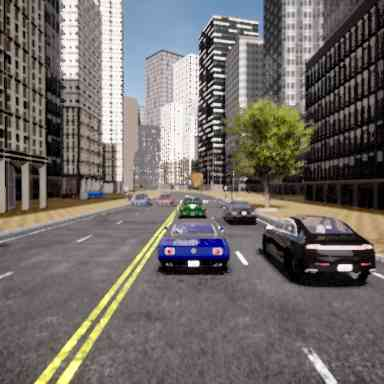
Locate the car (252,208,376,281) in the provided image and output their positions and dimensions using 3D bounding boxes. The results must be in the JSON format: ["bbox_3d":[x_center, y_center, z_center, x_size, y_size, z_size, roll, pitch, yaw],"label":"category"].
[{"bbox_3d":[3.302,1.407,9.570,2.128,1.511,4.902,0,0,0],"label":"car"}]

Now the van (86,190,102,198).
[{"bbox_3d":[-22.674,0.465,76.499,3.998,1.788,1.690,0,1,1],"label":"van"}]

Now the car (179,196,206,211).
[{"bbox_3d":[0.061,1.113,26.770,2.097,1.767,4.553,0,0,0],"label":"car"}]

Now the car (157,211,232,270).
[{"bbox_3d":[0.060,1.509,10.644,1.895,1.301,4.718,0,1,0],"label":"car"}]

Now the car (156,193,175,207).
[{"bbox_3d":[-3.354,0.960,42.668,2.097,1.767,4.553,0,1,0],"label":"car"}]

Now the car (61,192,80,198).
[{"bbox_3d":[-28.213,0.642,76.546,4.507,1.381,1.887,0,1,1],"label":"car"}]

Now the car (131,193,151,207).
[{"bbox_3d":[-6.601,0.950,43.645,2.097,1.767,4.553,0,1,0],"label":"car"}]

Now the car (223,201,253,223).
[{"bbox_3d":[3.289,1.342,23.355,2.033,1.411,5.357,0,1,1],"label":"car"}]
